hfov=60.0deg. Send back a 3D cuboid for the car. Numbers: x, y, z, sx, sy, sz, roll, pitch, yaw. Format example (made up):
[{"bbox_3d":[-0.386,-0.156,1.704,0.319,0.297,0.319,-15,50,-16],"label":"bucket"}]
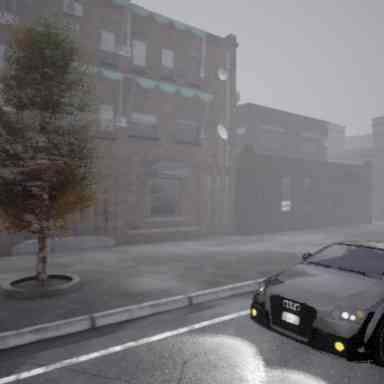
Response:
[{"bbox_3d":[3.009,1.599,5.830,4.181,1.385,1.994,0,0,-35],"label":"car"}]
